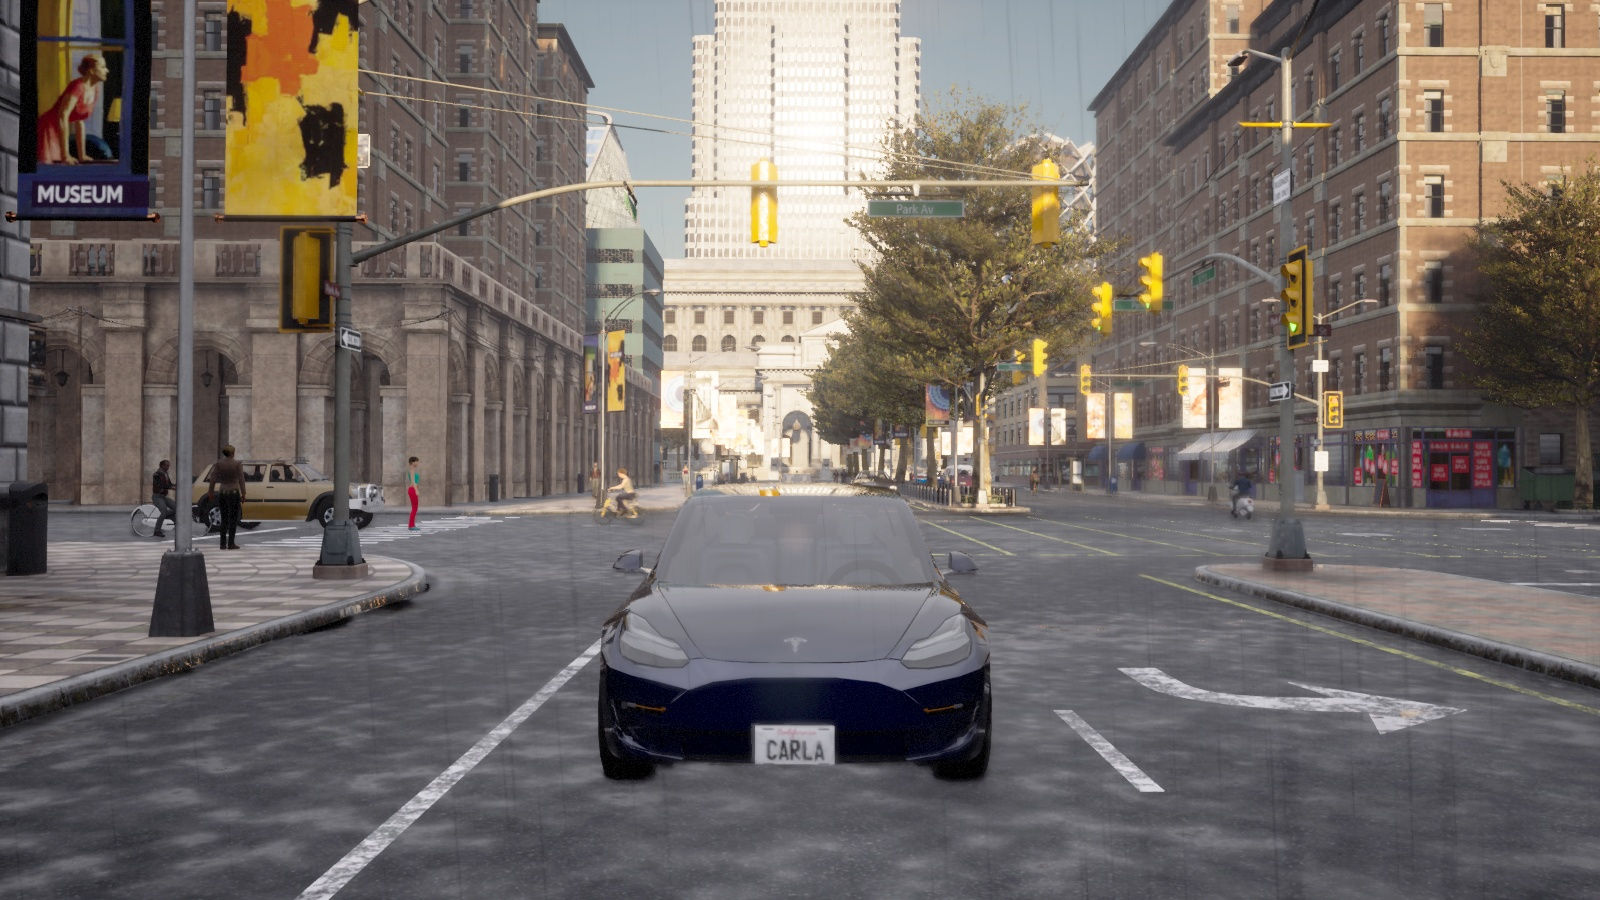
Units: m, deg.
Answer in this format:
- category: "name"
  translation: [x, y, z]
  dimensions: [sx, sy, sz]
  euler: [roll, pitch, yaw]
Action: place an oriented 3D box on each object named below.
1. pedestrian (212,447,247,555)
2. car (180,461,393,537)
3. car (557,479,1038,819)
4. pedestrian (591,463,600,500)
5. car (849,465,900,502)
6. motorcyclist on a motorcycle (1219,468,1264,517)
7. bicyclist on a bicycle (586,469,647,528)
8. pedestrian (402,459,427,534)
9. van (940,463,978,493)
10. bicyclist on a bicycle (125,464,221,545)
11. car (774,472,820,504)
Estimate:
- category: "pedestrian"
  translation: [-9.950, 0.878, 21.896]
  dimensions: [0.331, 1.846, 0.634]
  euler: [0, -1, -2]
- category: "car"
  translation: [-12.934, 1.216, 31.817]
  dimensions: [4.605, 1.855, 1.932]
  euler: [0, -1, 0]
- category: "car"
  translation: [-0.020, 0.950, 8.059]
  dimensions: [2.163, 1.488, 4.792]
  euler: [0, -1, 0]
- category: "pedestrian"
  translation: [-10.170, 1.558, 62.451]
  dimensions: [0.376, 1.854, 0.720]
  euler: [0, -1, 0]
- category: "car"
  translation: [3.435, 1.566, 58.898]
  dimensions: [2.152, 1.651, 5.027]
  euler: [0, -1, 1]
- category: "motorcyclist on a motorcycle"
  translation: [14.897, 1.419, 42.433]
  dimensions: [0.866, 1.590, 1.817]
  euler: [0, -1, 0]
- category: "bicyclist on a bicycle"
  translation: [-5.116, 1.360, 35.119]
  dimensions: [1.509, 1.612, 0.866]
  euler: [0, 0, 6]
- category: "pedestrian"
  translation: [-9.514, 1.137, 30.988]
  dimensions: [0.594, 1.836, 0.345]
  euler: [0, -1, -19]
- category: "van"
  translation: [11.284, 1.990, 89.394]
  dimensions: [2.069, 2.038, 4.480]
  euler: [0, -1, 0]
- category: "bicyclist on a bicycle"
  translation: [-14.120, 1.216, 28.301]
  dimensions: [1.843, 1.776, 0.659]
  euler: [0, -1, 0]
- category: "car"
  translation: [-0.151, 1.863, 62.580]
  dimensions: [2.163, 1.488, 4.792]
  euler: [0, -1, 0]
